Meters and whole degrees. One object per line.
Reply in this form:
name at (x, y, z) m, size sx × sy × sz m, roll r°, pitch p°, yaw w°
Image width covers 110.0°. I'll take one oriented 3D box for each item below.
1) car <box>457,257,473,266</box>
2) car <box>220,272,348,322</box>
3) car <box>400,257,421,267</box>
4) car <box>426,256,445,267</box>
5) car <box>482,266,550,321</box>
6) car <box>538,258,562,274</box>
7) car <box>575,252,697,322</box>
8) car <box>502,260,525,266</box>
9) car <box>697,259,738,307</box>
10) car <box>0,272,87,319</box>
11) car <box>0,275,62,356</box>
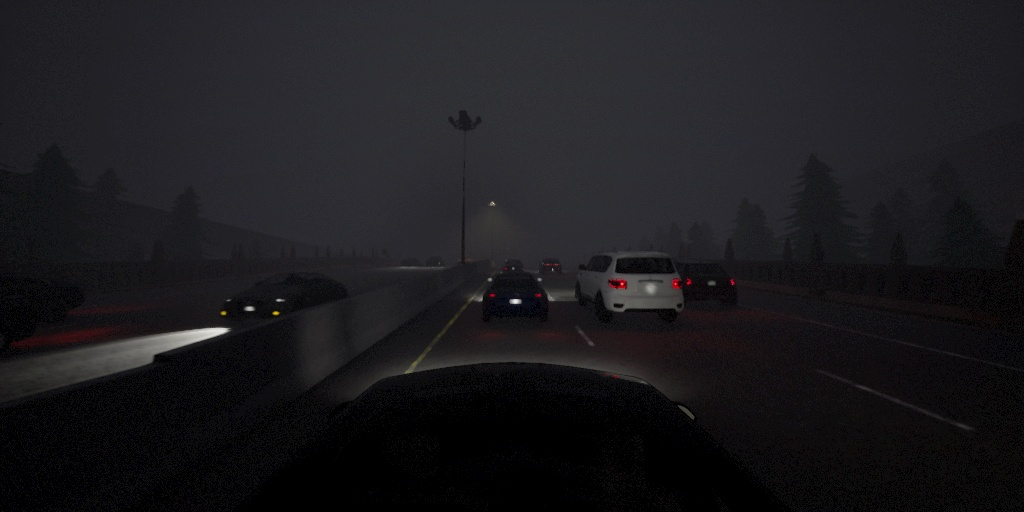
car at (-7.069, 0.813, 53.945) m, size 1.882 × 1.535 × 5.008 m, roll 0°, pitch -1°, yaw 0°
car at (-7.104, 1.218, 11.691) m, size 1.994 × 1.385 × 4.181 m, roll 0°, pitch 1°, yaw 0°
car at (-14.085, 0.837, 49.912) m, size 1.994 × 1.385 × 4.181 m, roll 0°, pitch 0°, yaw 0°
car at (-10.579, 0.778, 49.566) m, size 1.837 × 1.490 × 4.892 m, roll 0°, pitch -1°, yaw 0°
car at (0.097, 1.215, 11.984) m, size 1.994 × 1.385 × 4.181 m, roll 0°, pitch 1°, yaw 0°
car at (3.594, 0.910, 34.008) m, size 1.837 × 1.490 × 4.892 m, roll 0°, pitch 1°, yaw 0°
car at (3.597, 0.873, 11.979) m, size 2.150 × 2.045 × 5.566 m, roll 0°, pitch 1°, yaw 0°
car at (0.095, 0.996, 30.119) m, size 2.033 × 1.411 × 5.357 m, roll 0°, pitch 1°, yaw 0°
car at (7.097, 0.970, 14.855) m, size 2.097 × 1.767 × 4.553 m, roll 0°, pitch 1°, yaw 0°
car at (-14.101, 1.176, 8.962) m, size 2.128 × 1.511 × 4.902 m, roll 0°, pitch 1°, yaw 0°
car at (-10.602, 1.230, 5.213) m, size 1.837 × 1.490 × 4.892 m, roll 0°, pitch 1°, yaw 0°
